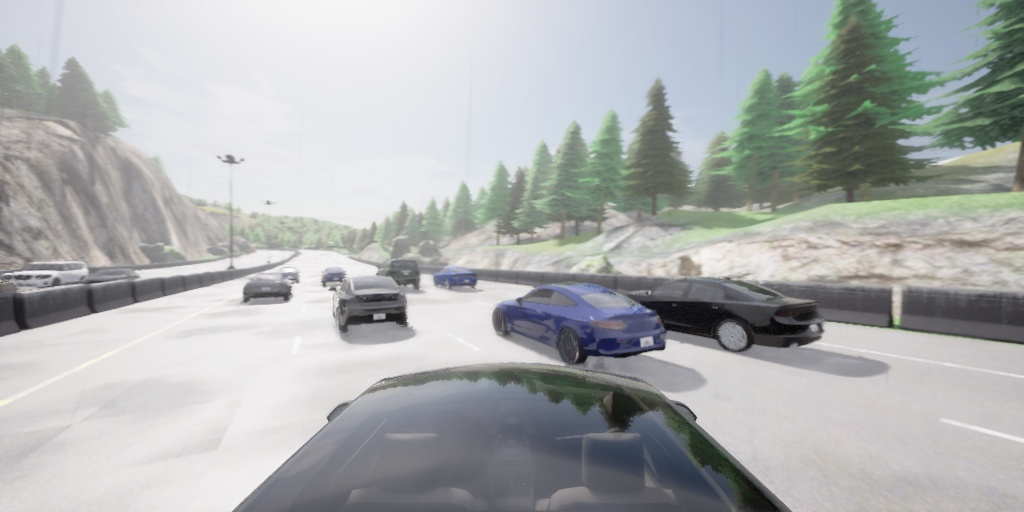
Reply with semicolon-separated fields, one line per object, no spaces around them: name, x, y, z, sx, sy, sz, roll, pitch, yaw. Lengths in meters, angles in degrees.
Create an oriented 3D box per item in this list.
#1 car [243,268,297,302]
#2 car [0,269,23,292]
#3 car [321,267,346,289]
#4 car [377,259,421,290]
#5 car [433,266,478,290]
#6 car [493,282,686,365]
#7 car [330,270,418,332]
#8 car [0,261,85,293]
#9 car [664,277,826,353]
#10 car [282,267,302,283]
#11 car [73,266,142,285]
car;-12.724;1.552;18.904;1.994;1.385;4.181;0;-1;-29
car;-35.445;1.673;23.473;2.128;1.511;4.902;0;-1;-29
car;-14.628;1.623;29.580;1.812;1.442;4.674;0;-1;-29
car;-7.834;1.228;24.525;2.150;2.045;5.566;0;-1;-29
car;-4.057;1.463;24.929;1.882;1.535;5.008;0;-1;-29
car;1.212;1.325;8.182;1.812;1.442;4.674;0;0;-29
car;-4.650;1.374;11.537;1.837;1.490;4.892;0;-1;-29
car;-32.374;1.398;25.146;2.150;2.045;5.566;0;-1;-29
car;4.681;1.263;9.130;1.882;1.535;5.008;0;0;-29
car;-20.263;1.709;32.536;2.033;1.411;5.357;0;-1;-29
car;-28.851;1.666;26.003;1.837;1.490;4.892;0;-1;-29
